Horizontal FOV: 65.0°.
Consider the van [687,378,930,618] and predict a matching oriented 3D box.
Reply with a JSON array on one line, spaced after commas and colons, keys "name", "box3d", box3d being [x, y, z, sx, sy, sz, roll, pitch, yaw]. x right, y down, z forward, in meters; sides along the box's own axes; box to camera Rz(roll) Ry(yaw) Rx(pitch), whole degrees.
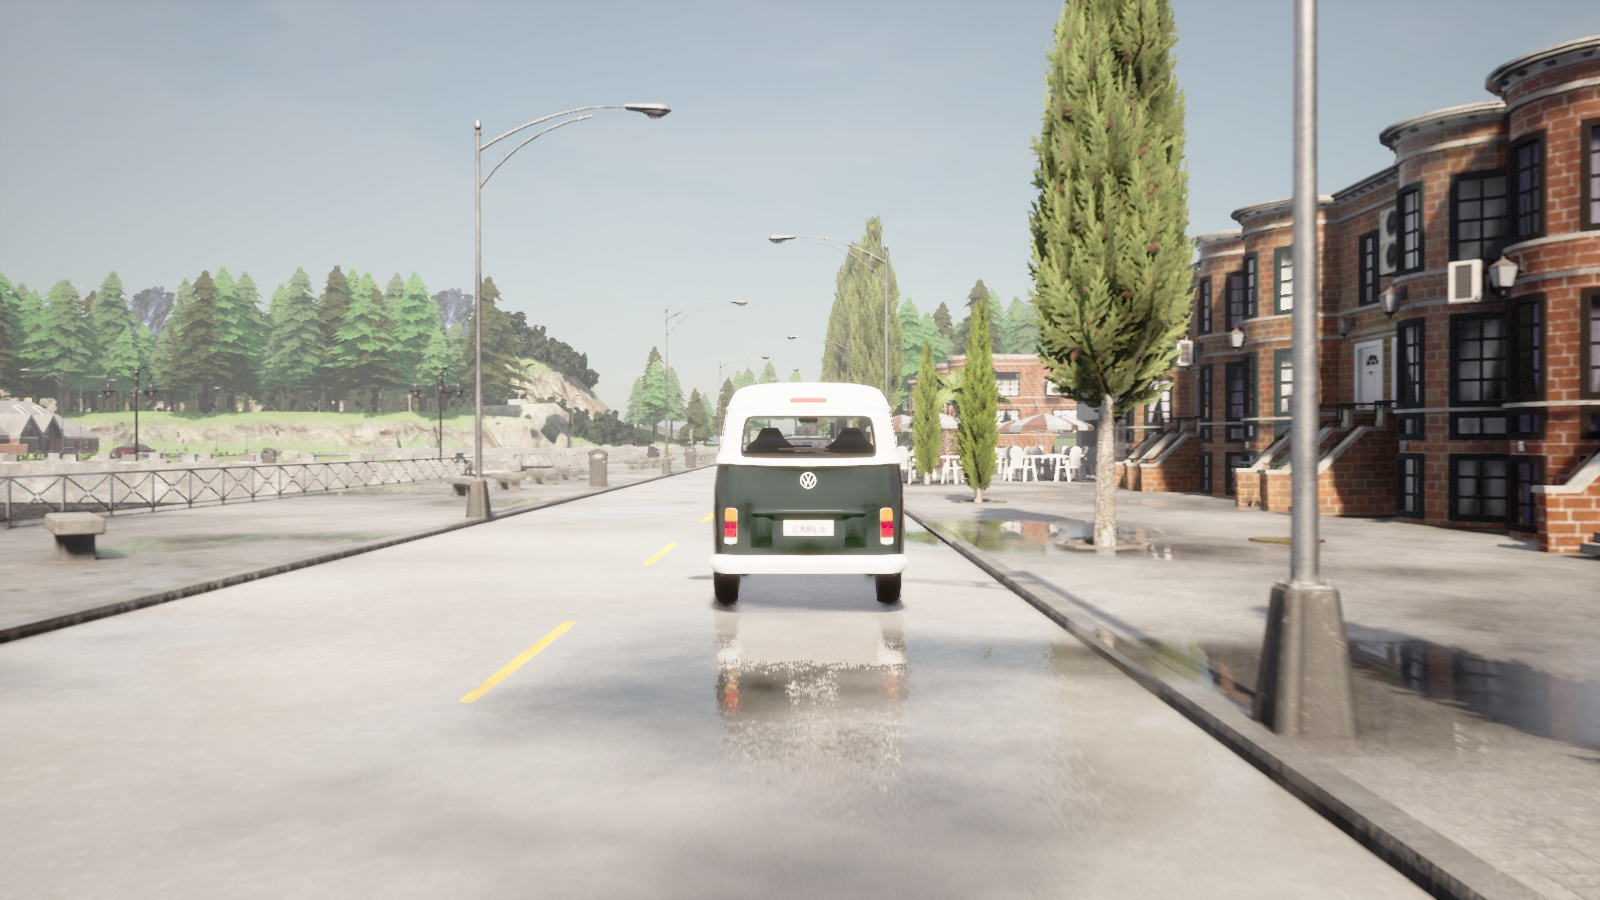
[{"name": "van", "box3d": [0.087, 0.397, 12.953, 2.069, 2.038, 4.480, 0, 0, 0]}]
